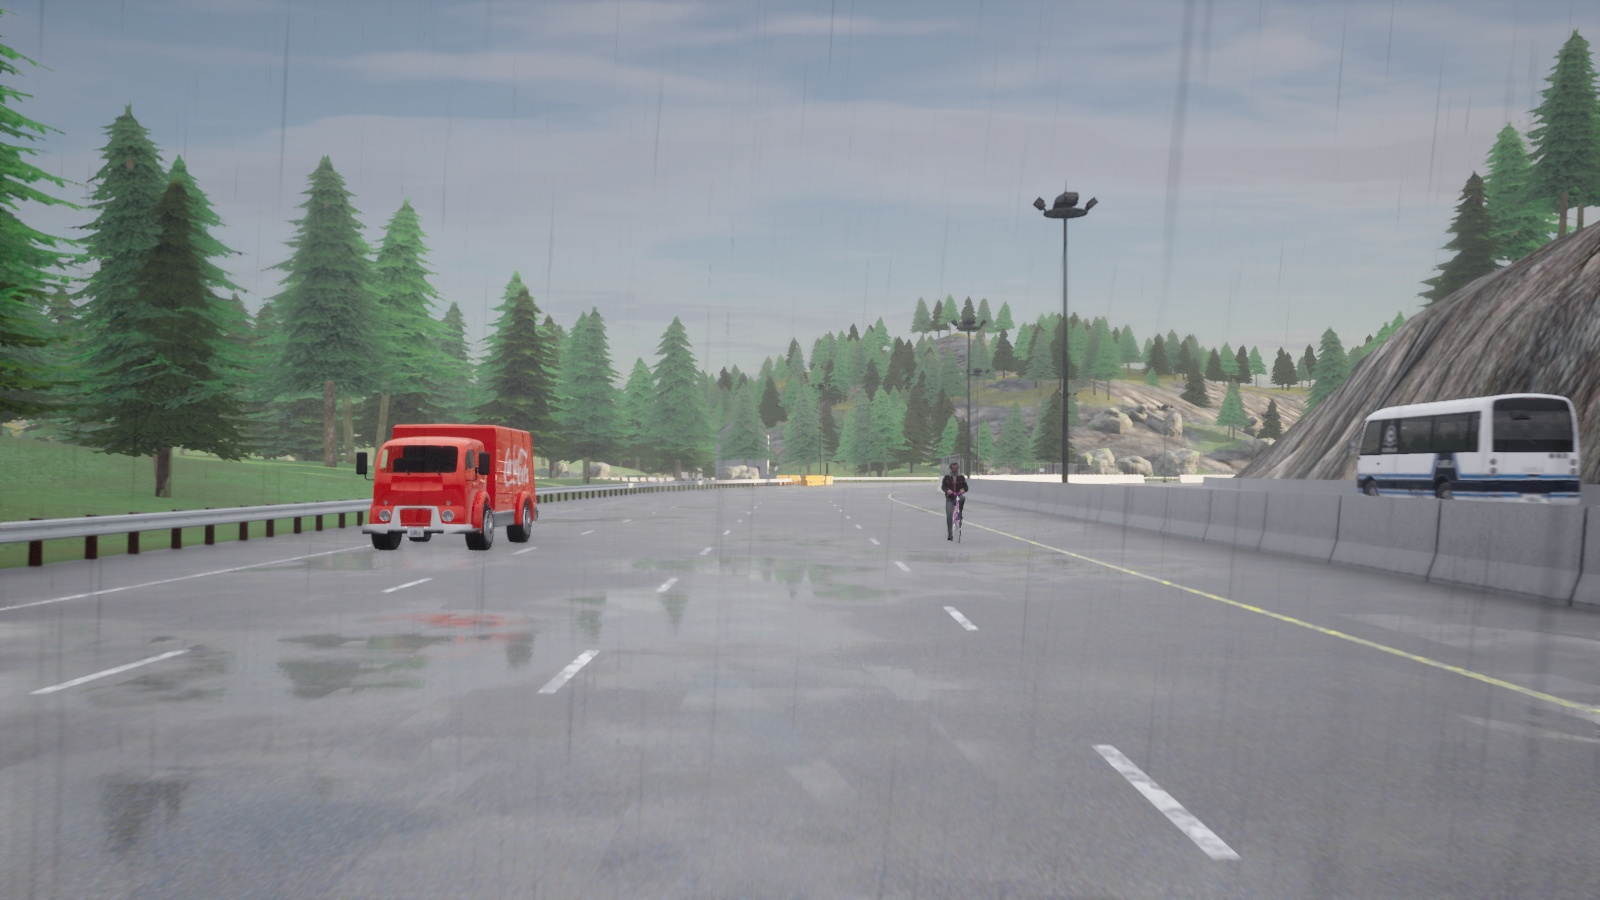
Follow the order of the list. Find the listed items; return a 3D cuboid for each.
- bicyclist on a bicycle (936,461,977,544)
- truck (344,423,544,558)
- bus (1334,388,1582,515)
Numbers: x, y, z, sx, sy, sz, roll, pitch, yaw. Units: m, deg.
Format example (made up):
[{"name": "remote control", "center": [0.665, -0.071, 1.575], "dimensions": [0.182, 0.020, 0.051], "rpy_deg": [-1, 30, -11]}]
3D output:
[{"name": "bicyclist on a bicycle", "center": [3.432, 1.134, 27.632], "dimensions": [0.659, 1.776, 1.843], "rpy_deg": [0, -1, 0]}, {"name": "truck", "center": [-7.064, 0.786, 25.672], "dimensions": [2.627, 2.467, 5.204], "rpy_deg": [0, -1, 0]}, {"name": "bus", "center": [24.379, 0.136, 47.501], "dimensions": [3.944, 4.253, 10.273], "rpy_deg": [0, -1, 0]}]
